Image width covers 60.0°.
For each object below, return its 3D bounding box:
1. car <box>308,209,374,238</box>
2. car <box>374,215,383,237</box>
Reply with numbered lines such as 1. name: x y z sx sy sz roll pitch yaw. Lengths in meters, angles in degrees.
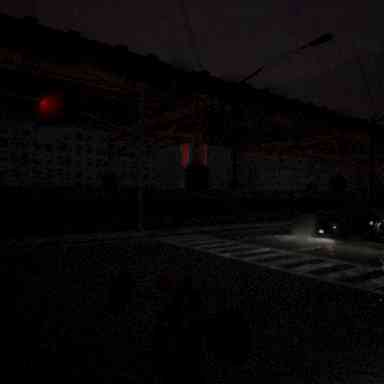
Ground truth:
1. car: 8.934 1.704 18.942 5.357 1.411 2.033 1 0 -35
2. car: 11.678 1.386 16.603 5.566 2.045 2.150 1 0 -36
